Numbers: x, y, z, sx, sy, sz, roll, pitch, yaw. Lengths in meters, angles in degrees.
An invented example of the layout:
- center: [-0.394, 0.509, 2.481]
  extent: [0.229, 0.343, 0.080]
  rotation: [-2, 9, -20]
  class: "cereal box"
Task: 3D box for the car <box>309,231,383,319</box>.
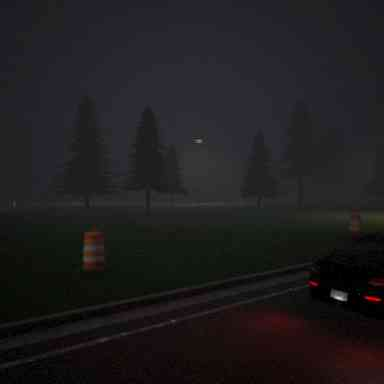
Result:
- center: [4.293, 1.535, 6.810]
  extent: [4.674, 1.442, 1.812]
  rotation: [0, 0, -36]
  class: "car"
